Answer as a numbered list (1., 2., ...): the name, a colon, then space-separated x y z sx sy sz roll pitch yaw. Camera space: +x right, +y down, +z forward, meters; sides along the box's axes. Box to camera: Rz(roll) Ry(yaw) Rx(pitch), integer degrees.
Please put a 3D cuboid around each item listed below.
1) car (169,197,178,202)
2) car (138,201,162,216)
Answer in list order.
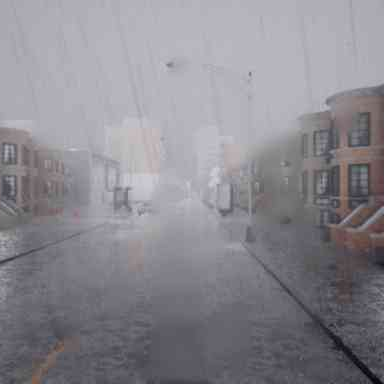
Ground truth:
1. car: -4.020 1.703 73.434 2.033 1.411 5.357 0 0 0
2. car: -4.097 1.601 32.639 1.895 1.301 4.718 0 0 0
